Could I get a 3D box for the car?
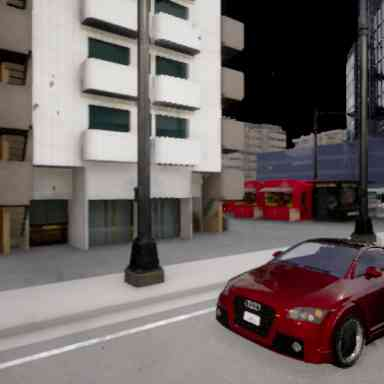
[{"bbox_3d":[2.435,1.539,5.734,4.181,1.385,1.994,0,0,-36],"label":"car"}]
